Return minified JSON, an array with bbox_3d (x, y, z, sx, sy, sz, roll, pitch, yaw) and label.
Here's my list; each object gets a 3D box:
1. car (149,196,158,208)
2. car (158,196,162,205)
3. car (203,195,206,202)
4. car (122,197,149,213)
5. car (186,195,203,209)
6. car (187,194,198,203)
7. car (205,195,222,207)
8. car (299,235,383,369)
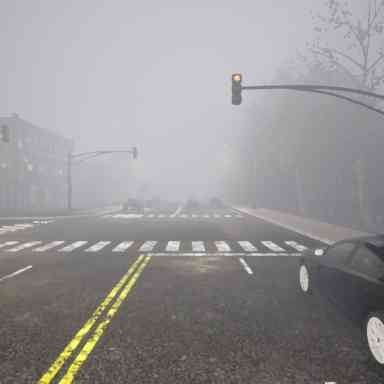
[{"bbox_3d":[-6.562,1.476,48.114,2.128,1.511,4.902,0,0,0],"label":"car"},{"bbox_3d":[-6.535,1.456,60.502,1.882,1.535,5.008,0,0,1],"label":"car"},{"bbox_3d":[3.291,1.495,76.691,2.128,1.511,4.902,0,0,0],"label":"car"},{"bbox_3d":[-6.571,1.481,37.630,2.128,1.511,4.902,0,0,0],"label":"car"},{"bbox_3d":[0.126,1.533,45.317,2.033,1.411,5.357,0,0,0],"label":"car"},{"bbox_3d":[0.096,1.327,71.217,2.097,1.767,4.553,0,0,0],"label":"car"},{"bbox_3d":[3.377,1.488,49.849,1.837,1.490,4.892,0,0,0],"label":"car"},{"bbox_3d":[3.345,1.477,5.677,1.882,1.535,5.008,0,0,1],"label":"car"}]
